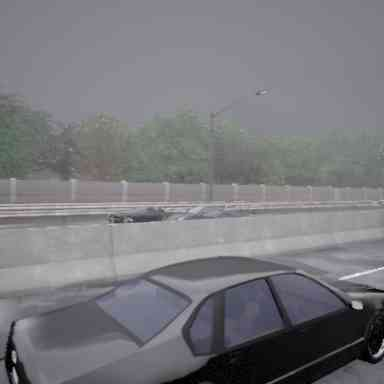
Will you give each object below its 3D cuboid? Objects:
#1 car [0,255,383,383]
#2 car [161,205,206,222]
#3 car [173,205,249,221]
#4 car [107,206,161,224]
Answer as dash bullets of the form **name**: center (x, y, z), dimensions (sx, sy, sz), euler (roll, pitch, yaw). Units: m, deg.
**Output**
- **car**: center (0.616, 1.564, 4.174), dimensions (5.357, 1.411, 2.033), euler (0, 0, -35)
- **car**: center (0.640, 1.597, 21.539), dimensions (4.674, 1.442, 1.812), euler (1, 0, -35)
- **car**: center (1.436, 1.630, 17.827), dimensions (4.181, 1.385, 1.994), euler (1, 0, -35)
- **car**: center (-3.356, 1.648, 23.025), dimensions (4.718, 1.301, 1.895), euler (0, 0, -35)
